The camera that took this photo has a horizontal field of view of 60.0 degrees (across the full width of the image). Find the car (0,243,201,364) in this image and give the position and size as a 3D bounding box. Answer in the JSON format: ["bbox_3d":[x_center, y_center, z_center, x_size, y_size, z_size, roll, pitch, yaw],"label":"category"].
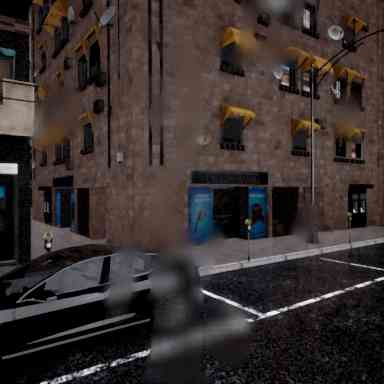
[{"bbox_3d":[-1.837,1.566,5.256,4.313,1.339,1.947,0,0,-36],"label":"car"}]
